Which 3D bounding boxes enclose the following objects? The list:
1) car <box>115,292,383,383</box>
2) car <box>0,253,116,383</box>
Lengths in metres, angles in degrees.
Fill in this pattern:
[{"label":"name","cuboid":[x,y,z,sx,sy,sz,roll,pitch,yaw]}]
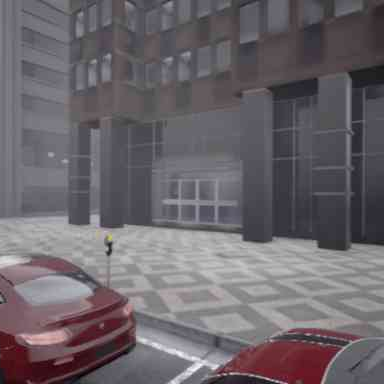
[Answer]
[{"label":"car","cuboid":[1.772,1.441,1.696,4.097,1.590,1.967,0,0,36]},{"label":"car","cuboid":[-2.643,1.577,4.849,4.206,1.307,1.802,0,0,36]}]
